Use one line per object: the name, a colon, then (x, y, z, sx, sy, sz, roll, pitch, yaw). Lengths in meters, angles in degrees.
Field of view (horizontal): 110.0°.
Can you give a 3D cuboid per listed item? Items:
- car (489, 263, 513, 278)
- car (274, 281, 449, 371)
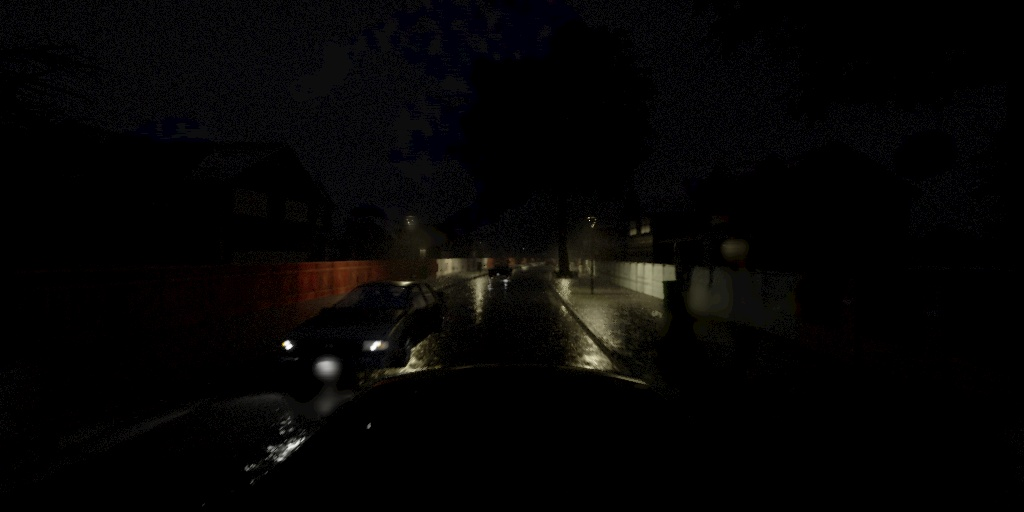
car: (-1.054, 1.372, 35.001, 1.895, 1.301, 4.718, 0, 0, 6)
car: (-2.747, 1.292, 8.104, 2.033, 1.411, 5.357, 0, 0, 1)
